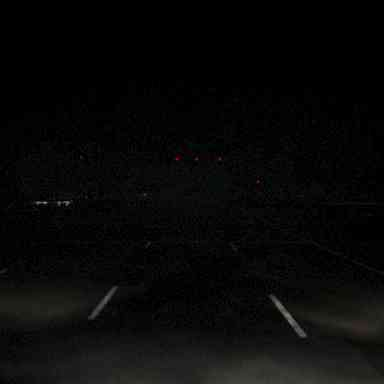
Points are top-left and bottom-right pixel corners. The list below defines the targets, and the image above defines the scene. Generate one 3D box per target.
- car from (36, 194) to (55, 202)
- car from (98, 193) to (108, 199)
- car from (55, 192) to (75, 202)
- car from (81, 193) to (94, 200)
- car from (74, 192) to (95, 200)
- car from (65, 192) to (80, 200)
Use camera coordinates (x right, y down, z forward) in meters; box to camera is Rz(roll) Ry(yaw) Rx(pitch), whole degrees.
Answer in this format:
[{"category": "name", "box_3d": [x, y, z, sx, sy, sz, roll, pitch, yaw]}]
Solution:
[{"category": "car", "box_3d": [-28.399, 1.169, 64.972, 2.033, 1.411, 5.357, 0, 0, 0]}, {"category": "car", "box_3d": [-22.026, 1.017, 82.197, 1.837, 1.490, 4.892, 0, 0, -7]}, {"category": "car", "box_3d": [-24.905, 1.147, 65.989, 1.812, 1.442, 4.674, 0, 0, 0]}, {"category": "car", "box_3d": [-25.438, 1.063, 81.358, 2.033, 1.411, 5.357, 0, 0, -7]}, {"category": "car", "box_3d": [-21.412, 0.971, 66.981, 2.097, 1.767, 4.553, 0, 0, 0]}, {"category": "car", "box_3d": [-28.851, 0.886, 80.324, 2.097, 1.767, 4.553, 0, 0, -3]}]
